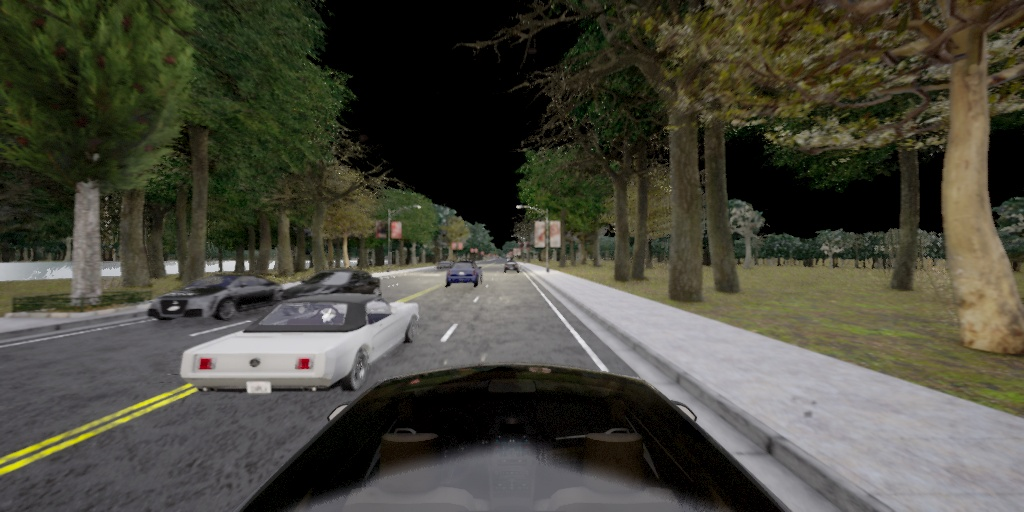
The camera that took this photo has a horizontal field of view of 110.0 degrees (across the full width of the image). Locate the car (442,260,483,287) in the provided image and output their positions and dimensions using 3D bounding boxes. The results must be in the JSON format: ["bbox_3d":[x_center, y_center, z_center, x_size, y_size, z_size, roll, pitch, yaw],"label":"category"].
[{"bbox_3d":[-3.205,1.121,24.848,2.097,1.767,4.553,0,0,0],"label":"car"}]

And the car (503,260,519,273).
[{"bbox_3d":[-0.077,1.339,45.696,1.812,1.442,4.674,0,0,0],"label":"car"}]

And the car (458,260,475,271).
[{"bbox_3d":[-6.812,1.362,53.958,1.837,1.490,4.892,0,0,0],"label":"car"}]

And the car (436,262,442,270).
[{"bbox_3d":[-10.063,1.427,53.871,1.994,1.385,4.181,0,0,0],"label":"car"}]

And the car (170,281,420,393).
[{"bbox_3d":[-3.158,1.357,6.699,1.895,1.301,4.718,0,0,0],"label":"car"}]

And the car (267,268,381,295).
[{"bbox_3d":[-6.620,1.243,13.657,1.882,1.535,5.008,0,0,0],"label":"car"}]

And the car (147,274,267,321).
[{"bbox_3d":[-9.867,1.336,12.446,1.994,1.385,4.181,0,0,0],"label":"car"}]
